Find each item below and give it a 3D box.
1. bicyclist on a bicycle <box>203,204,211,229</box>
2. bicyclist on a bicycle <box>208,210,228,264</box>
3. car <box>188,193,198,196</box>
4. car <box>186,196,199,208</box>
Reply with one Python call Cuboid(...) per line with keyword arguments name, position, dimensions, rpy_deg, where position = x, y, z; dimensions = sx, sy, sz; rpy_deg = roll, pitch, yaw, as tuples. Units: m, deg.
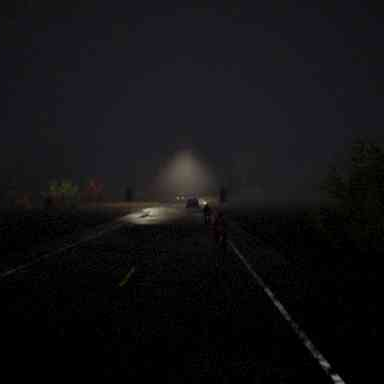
Cuboid(name="bicyclist on a bicycle", position=(0.966, 1.573, 20.746), dimensions=(0.582, 1.620, 1.656), rpy_deg=(0, -1, 0))
Cuboid(name="bicyclist on a bicycle", position=(0.965, 1.518, 11.206), dimensions=(0.582, 1.620, 1.656), rpy_deg=(0, -1, 0))
Cuboid(name="car", position=(0.011, 1.314, 71.870), dimensions=(2.150, 2.045, 5.566), rpy_deg=(0, 1, 0))
Cuboid(name="car", position=(0.106, 1.860, 53.971), dimensions=(1.994, 1.385, 4.181), rpy_deg=(0, 0, 0))
